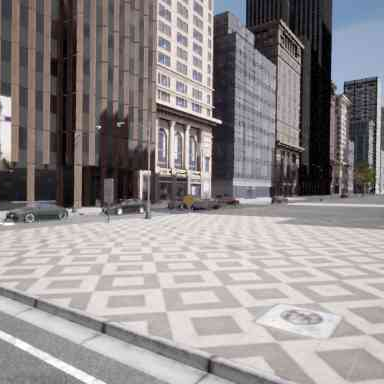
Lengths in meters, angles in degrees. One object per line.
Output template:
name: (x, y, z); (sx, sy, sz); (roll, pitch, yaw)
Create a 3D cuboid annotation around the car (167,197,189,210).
car: (-1.001, 1.340, 39.689); (1.837, 1.490, 4.892); (1, 1, 35)

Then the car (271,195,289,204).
car: (15.016, 1.318, 56.790); (1.812, 1.442, 4.674); (1, 1, 35)

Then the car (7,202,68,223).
car: (-11.459, 1.470, 24.919); (1.994, 1.385, 4.181); (1, 1, 35)

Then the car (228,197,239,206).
car: (4.956, 1.395, 48.044); (1.895, 1.301, 4.718); (1, 1, 36)

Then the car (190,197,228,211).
car: (1.925, 1.451, 38.296); (1.994, 1.385, 4.181); (1, 1, 35)

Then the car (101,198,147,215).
car: (-6.448, 1.377, 31.996); (1.837, 1.490, 4.892); (1, 1, 35)

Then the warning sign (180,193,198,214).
warning sign: (-0.255, 1.077, 30.676); (1.300, 1.860, 1.060); (1, 1, 35)
